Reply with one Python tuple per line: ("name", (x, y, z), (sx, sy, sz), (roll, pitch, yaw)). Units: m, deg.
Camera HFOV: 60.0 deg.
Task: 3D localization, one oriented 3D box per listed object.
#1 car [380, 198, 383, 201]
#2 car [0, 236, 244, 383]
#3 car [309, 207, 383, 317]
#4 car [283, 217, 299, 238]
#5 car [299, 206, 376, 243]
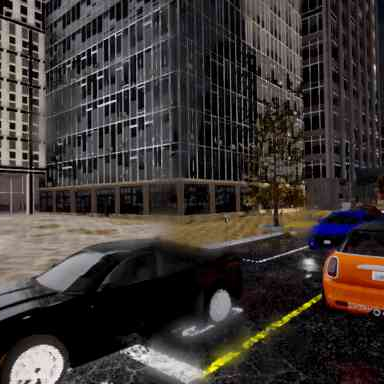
("car", (42.987, 1.659, 77.769), (4.507, 1.381, 1.887), (-1, -2, 40))
("car", (-1.198, 1.576, 5.476), (5.008, 1.535, 1.882), (0, -1, -44))
("car", (4.411, 1.357, 6.877), (2.097, 1.767, 4.553), (-2, -1, 41))
("car", (6.532, 1.673, 17.997), (1.752, 1.417, 4.829), (-1, -1, 41))
("car", (6.606, 1.559, 14.145), (1.882, 1.535, 5.008), (-2, -1, 41))
